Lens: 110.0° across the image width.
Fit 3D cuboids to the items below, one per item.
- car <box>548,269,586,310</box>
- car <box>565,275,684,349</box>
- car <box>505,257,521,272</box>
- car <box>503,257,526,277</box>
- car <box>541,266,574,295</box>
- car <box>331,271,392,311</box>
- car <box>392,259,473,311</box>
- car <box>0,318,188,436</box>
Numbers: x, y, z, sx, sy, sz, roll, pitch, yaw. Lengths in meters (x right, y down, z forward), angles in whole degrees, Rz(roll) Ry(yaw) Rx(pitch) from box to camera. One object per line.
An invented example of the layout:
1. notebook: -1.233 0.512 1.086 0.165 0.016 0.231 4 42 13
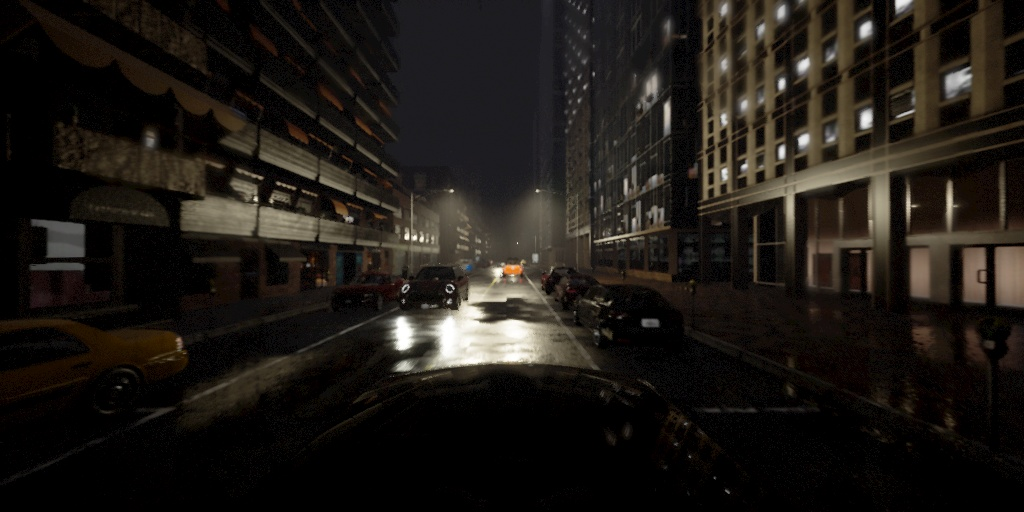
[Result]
1. car: 2.695 1.387 14.696 1.802 1.307 4.207 0 0 0
2. car: 2.694 1.346 9.047 1.948 1.339 4.313 0 0 0
3. car: 0.117 1.190 51.838 2.150 2.045 5.566 0 0 0
4. car: 0.115 1.258 37.965 2.097 1.767 4.553 0 0 1
5. car: 2.698 1.269 20.344 1.967 1.591 4.097 0 0 0
6. car: -5.684 1.350 14.700 1.888 1.381 4.507 0 0 0
7. car: -2.995 1.154 14.647 2.097 1.767 4.553 0 0 0
8. car: -5.689 1.283 3.232 1.751 1.417 4.829 0 0 0
